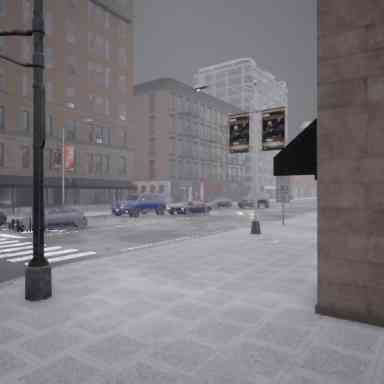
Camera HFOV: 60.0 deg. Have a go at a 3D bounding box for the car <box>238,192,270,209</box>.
[{"bbox_3d":[7.802,1.061,41.425,2.150,2.045,5.566,0,0,36],"label":"car"}]

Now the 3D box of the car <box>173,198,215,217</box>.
[{"bbox_3d":[-0.146,1.497,30.251,1.895,1.301,4.718,0,0,35],"label":"car"}]

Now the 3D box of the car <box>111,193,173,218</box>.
[{"bbox_3d":[-4.570,1.137,29.632,2.150,2.045,5.566,0,0,36],"label":"car"}]

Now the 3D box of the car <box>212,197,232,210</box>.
[{"bbox_3d":[3.085,1.351,40.410,2.128,1.511,4.902,0,0,35],"label":"car"}]

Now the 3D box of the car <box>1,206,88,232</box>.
[{"bbox_3d":[-8.101,1.517,19.023,1.994,1.385,4.181,0,0,35],"label":"car"}]
